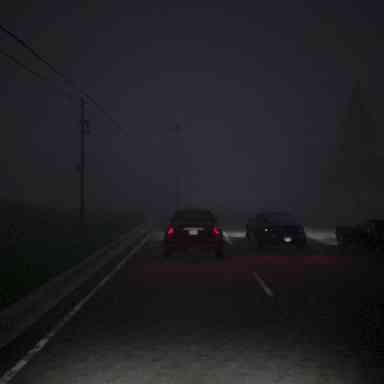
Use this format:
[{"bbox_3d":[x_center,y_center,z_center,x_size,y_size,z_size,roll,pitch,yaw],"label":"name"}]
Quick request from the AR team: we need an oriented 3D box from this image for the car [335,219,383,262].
[{"bbox_3d":[7.061,1.647,12.243,1.895,1.301,4.718,0,0,0],"label":"car"}]

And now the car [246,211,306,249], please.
[{"bbox_3d":[3.573,1.581,14.681,1.812,1.442,4.674,0,0,0],"label":"car"}]

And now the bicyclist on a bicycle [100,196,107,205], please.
[{"bbox_3d":[-15.925,1.524,59.763,0.582,1.620,1.656,0,0,34],"label":"bicyclist on a bicycle"}]

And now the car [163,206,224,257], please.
[{"bbox_3d":[0.066,1.401,13.374,2.097,1.767,4.553,0,0,0],"label":"car"}]
